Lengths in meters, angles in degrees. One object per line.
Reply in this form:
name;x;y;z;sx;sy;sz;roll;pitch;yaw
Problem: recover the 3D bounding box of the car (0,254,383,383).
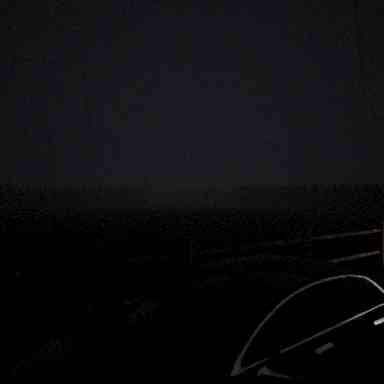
car;0.651;1.528;3.538;4.892;1.490;1.837;1;-1;-36
